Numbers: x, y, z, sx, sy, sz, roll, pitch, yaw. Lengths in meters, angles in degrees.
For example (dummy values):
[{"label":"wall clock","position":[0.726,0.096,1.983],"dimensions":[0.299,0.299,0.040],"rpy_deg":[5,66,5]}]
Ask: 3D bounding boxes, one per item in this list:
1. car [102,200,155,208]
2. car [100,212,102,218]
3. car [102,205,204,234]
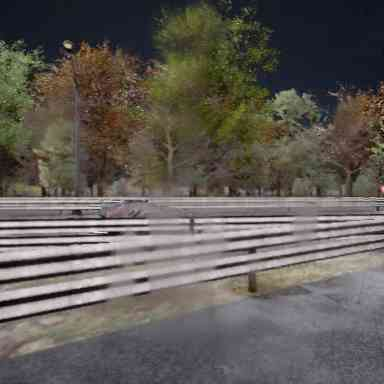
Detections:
[{"label":"car","position":[-2.615,1.307,19.210],"dimensions":[4.674,1.442,1.812],"rpy_deg":[0,1,-15]},{"label":"car","position":[-3.501,1.265,22.596],"dimensions":[5.357,1.411,2.033],"rpy_deg":[0,1,-15]},{"label":"car","position":[-1.713,1.446,15.832],"dimensions":[4.718,1.301,1.895],"rpy_deg":[0,1,-15]}]
